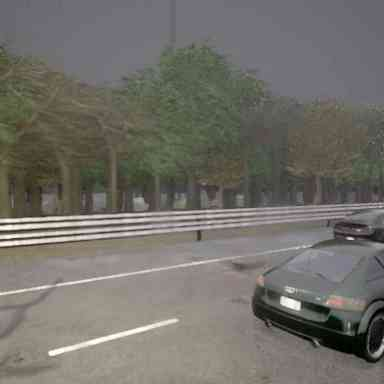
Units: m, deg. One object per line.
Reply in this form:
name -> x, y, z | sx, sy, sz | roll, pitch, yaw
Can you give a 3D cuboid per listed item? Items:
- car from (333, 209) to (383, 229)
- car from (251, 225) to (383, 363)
car -> 7.706, 1.478, 13.540 | 4.892, 1.490, 1.837 | 0, 0, -35
car -> 3.044, 1.555, 5.928 | 4.181, 1.385, 1.994 | 0, 0, -35
